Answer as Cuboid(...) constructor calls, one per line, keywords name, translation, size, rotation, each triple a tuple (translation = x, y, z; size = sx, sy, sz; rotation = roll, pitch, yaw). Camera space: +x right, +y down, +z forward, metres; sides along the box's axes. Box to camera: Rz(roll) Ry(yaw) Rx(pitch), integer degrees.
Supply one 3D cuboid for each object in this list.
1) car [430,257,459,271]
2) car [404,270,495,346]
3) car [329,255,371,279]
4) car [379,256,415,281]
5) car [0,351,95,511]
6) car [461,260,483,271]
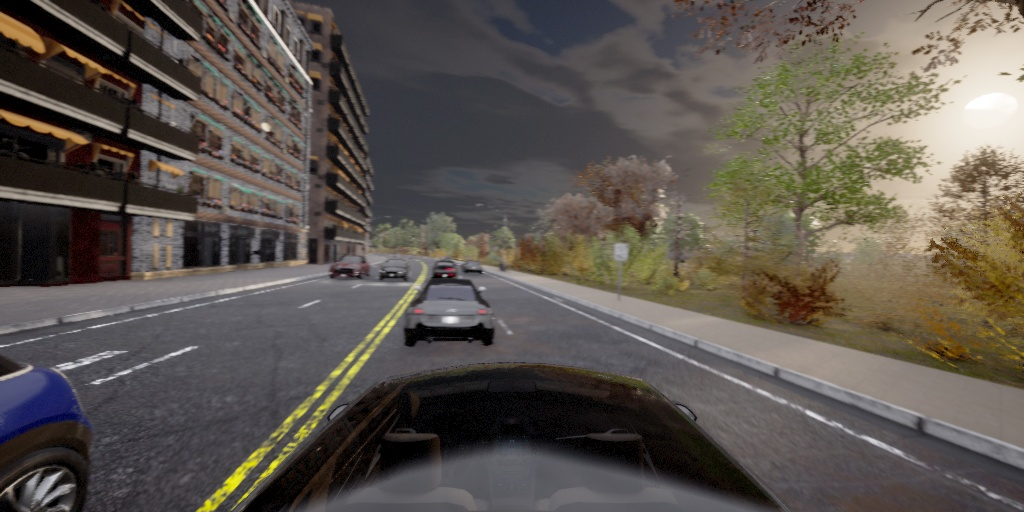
Cuboid(name="car", translation=(-5.115, 1.085, 27.167), size=(1.837, 1.490, 4.892), rotation=(2, 0, -12))
Cuboid(name="car", translation=(-1.609, 1.261, 9.298), size=(1.994, 1.385, 4.181), rotation=(2, 0, -10))
Cuboid(name="car", translation=(-11.744, 0.709, 26.246), size=(2.097, 1.767, 4.553), rotation=(2, 0, -12))
Cuboid(name="car", translation=(-8.347, 0.977, 25.845), size=(1.837, 1.490, 4.892), rotation=(2, 0, -12))
Cuboid(name="car", translation=(-3.520, 0.982, 0.322), size=(2.097, 1.767, 4.553), rotation=(2, 0, -10))
Cuboid(name="car", translation=(-4.353, 1.167, 38.874), size=(1.994, 1.385, 4.181), rotation=(2, 0, -13))
